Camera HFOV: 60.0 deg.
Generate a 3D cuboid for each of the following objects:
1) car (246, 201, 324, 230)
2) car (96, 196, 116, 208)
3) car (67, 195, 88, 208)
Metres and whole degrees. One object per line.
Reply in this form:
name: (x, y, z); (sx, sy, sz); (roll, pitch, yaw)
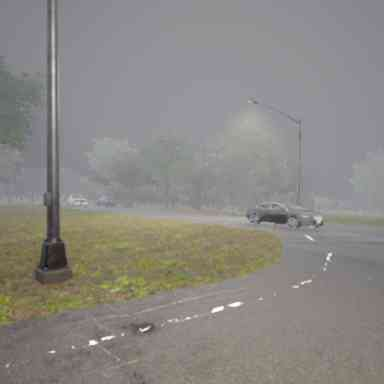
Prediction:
car: (5.314, 1.319, 19.551); (2.128, 1.511, 4.902); (4, -2, -35)
car: (-16.230, 1.879, 62.753); (2.150, 2.045, 5.566); (4, -3, -35)
car: (-18.592, 1.450, 53.972); (2.150, 2.045, 5.566); (3, -2, -34)
